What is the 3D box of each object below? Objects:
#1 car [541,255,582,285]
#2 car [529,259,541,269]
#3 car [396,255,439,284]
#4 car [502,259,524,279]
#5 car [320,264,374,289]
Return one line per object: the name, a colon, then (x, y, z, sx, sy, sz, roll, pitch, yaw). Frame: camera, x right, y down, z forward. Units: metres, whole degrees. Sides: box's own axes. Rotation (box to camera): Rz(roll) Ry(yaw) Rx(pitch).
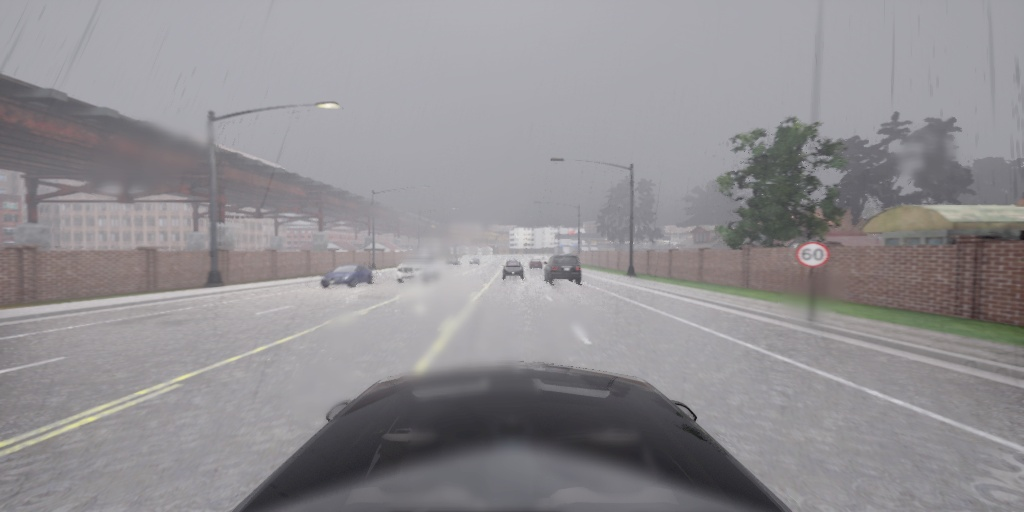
car: (3.605, 0.963, 25.980, 2.150, 2.045, 5.566, 0, 0, 0)
car: (3.610, 1.165, 55.143, 1.882, 1.535, 5.008, 0, 0, 0)
car: (-7.079, 0.964, 27.551, 2.150, 2.045, 5.566, 0, 0, 0)
car: (0.107, 1.231, 32.800, 2.128, 1.511, 4.902, 0, 0, 0)
car: (-10.586, 1.268, 23.431, 1.812, 1.442, 4.674, 0, 0, 0)
